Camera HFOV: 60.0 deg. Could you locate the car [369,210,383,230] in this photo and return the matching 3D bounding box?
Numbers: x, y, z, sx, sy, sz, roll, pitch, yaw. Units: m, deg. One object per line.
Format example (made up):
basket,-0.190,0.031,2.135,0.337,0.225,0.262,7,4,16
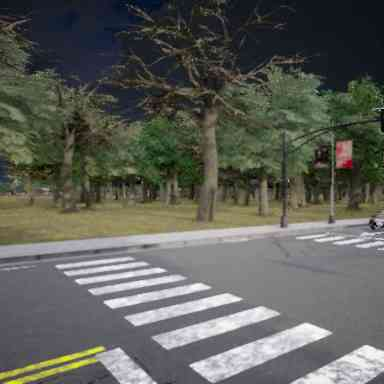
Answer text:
car,13.179,1.637,21.069,4.902,1.511,2.128,0,0,-33
